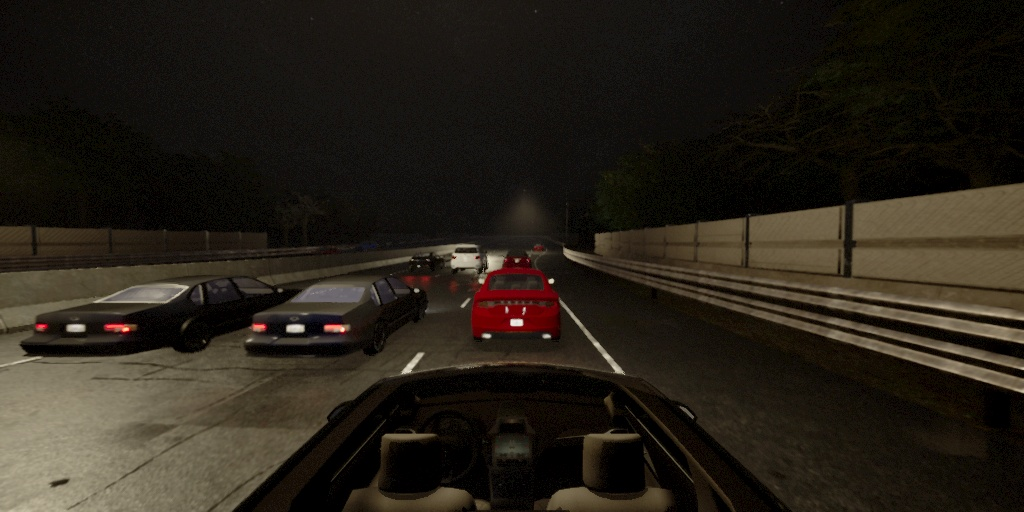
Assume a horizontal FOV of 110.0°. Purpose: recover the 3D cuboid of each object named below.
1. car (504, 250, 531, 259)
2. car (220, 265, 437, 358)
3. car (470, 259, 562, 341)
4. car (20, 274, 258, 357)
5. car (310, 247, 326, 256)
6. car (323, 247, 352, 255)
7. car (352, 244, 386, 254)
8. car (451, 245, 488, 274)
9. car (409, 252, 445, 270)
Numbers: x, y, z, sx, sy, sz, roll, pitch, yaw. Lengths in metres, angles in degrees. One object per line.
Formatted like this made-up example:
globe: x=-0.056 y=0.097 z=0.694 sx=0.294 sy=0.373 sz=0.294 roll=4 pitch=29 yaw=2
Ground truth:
car: x=0.418 y=0.291 z=27.659 sx=2.097 sy=1.767 sz=4.553 roll=0 pitch=2 yaw=2
car: x=-3.401 y=1.130 z=8.197 sx=2.033 sy=1.411 sz=5.357 roll=0 pitch=2 yaw=1
car: x=0.112 y=1.032 z=9.260 sx=1.882 sy=1.535 sz=5.008 roll=0 pitch=2 yaw=1
car: x=-6.901 y=1.129 z=8.215 sx=2.033 sy=1.411 sz=5.357 roll=0 pitch=2 yaw=1
car: x=-23.698 y=-0.410 z=45.702 sx=1.882 sy=1.535 sz=5.008 roll=0 pitch=3 yaw=3
car: x=-20.298 y=-0.173 z=43.376 sx=1.895 sy=1.301 sz=4.718 roll=0 pitch=3 yaw=2
car: x=-16.797 y=-0.291 z=43.211 sx=1.882 sy=1.535 sz=5.008 roll=0 pitch=3 yaw=2
car: x=-3.100 y=0.186 z=27.018 sx=2.150 sy=2.045 sz=5.566 roll=0 pitch=2 yaw=2
car: x=-6.576 y=0.418 z=28.013 sx=2.128 sy=1.511 sz=4.902 roll=0 pitch=2 yaw=2
